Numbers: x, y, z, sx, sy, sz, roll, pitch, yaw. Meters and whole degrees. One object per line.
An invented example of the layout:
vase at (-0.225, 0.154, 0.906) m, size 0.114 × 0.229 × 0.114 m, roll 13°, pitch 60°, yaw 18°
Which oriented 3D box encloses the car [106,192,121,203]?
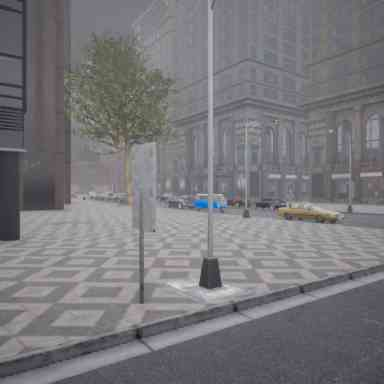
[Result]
car at (-11.079, 0.992, 51.554) m, size 2.008 × 1.369 × 4.403 m, roll 1°, pitch 0°, yaw -35°

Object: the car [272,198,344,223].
car at (8.348, 1.398, 23.794) m, size 1.752 × 1.417 × 4.829 m, roll 1°, pitch 0°, yaw -35°

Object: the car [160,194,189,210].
car at (-1.415, 1.231, 37.745) m, size 2.008 × 1.369 × 4.403 m, roll 1°, pitch 0°, yaw -35°

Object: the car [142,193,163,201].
car at (-7.320, 0.911, 61.050) m, size 2.008 × 1.369 × 4.403 m, roll 1°, pitch 0°, yaw -35°

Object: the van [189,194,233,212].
van at (1.809, 1.091, 33.142) m, size 1.690 × 1.788 × 3.998 m, roll 1°, pitch 0°, yaw -35°

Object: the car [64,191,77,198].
car at (-27.184, 0.484, 74.563) m, size 1.967 × 1.590 × 4.097 m, roll 1°, pitch 0°, yaw -35°

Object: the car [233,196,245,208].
car at (5.566, 1.224, 42.640) m, size 1.887 × 1.381 × 4.507 m, roll 1°, pitch 0°, yaw -35°

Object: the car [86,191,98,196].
car at (-26.647, 0.472, 88.658) m, size 1.802 × 1.307 × 4.206 m, roll 1°, pitch 0°, yaw -35°

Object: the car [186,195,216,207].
car at (1.138, 1.191, 44.304) m, size 1.994 × 1.385 × 4.181 m, roll 0°, pitch 1°, yaw -35°

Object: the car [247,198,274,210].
car at (8.786, 1.316, 38.038) m, size 1.947 × 1.339 × 4.313 m, roll 1°, pitch 0°, yaw -35°

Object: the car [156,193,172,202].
car at (-4.097, 0.881, 56.448) m, size 1.967 × 1.590 × 4.097 m, roll 1°, pitch 0°, yaw -35°

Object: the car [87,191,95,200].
car at (-17.522, 0.831, 60.758) m, size 2.008 × 1.369 × 4.403 m, roll 1°, pitch 0°, yaw -35°

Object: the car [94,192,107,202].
car at (-14.301, 0.911, 56.156) m, size 2.008 × 1.369 × 4.403 m, roll 1°, pitch 0°, yaw -35°

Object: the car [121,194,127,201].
car at (-7.761, 1.051, 46.813) m, size 1.752 × 1.417 × 4.829 m, roll 1°, pitch 0°, yaw -35°

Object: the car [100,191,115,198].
car at (-20.204, 0.588, 79.455) m, size 1.887 × 1.381 × 4.507 m, roll 1°, pitch 0°, yaw -35°
